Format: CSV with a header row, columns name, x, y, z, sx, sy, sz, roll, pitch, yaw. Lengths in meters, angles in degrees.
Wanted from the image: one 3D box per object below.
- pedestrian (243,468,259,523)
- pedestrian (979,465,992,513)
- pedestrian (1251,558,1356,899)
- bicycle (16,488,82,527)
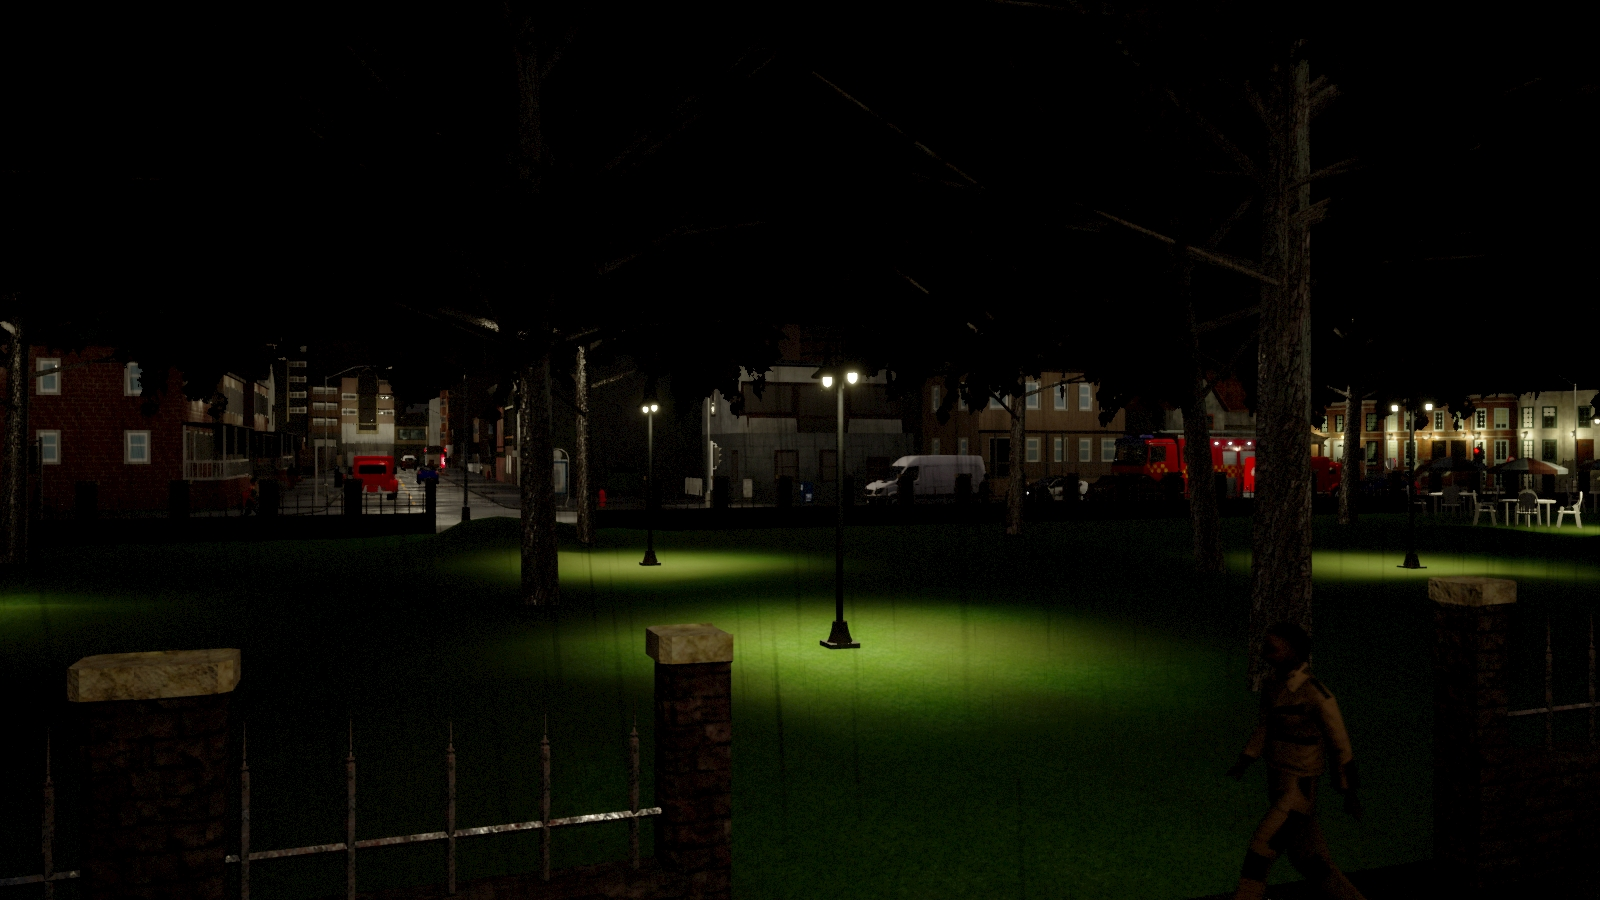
name,x,y,z,sx,sy,sz,roll,pitch,yaw
pedestrian,-18.538,1.525,38.584,0.375,1.860,0.375,0,0,-6
pedestrian,7.260,1.525,44.766,0.375,1.860,0.375,0,0,-20
pedestrian,2.685,1.525,6.110,0.375,1.860,0.375,0,0,-8
bicycle,-25.324,1.940,38.527,1.835,1.271,0.329,0,0,-20
